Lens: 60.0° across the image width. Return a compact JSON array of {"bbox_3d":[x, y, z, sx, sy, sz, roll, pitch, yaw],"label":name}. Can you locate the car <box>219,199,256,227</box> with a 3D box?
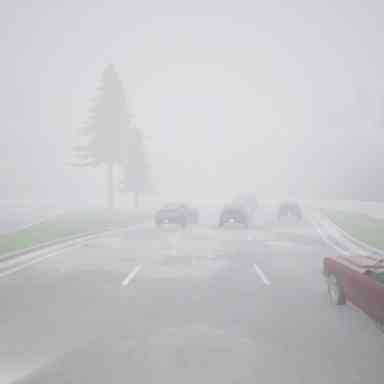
[{"bbox_3d":[3.036,1.477,22.567,1.837,1.490,4.892,0,1,15],"label":"car"}]

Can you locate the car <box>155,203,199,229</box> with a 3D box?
[{"bbox_3d":[-0.867,1.463,21.711,2.128,1.511,4.902,0,0,15],"label":"car"}]

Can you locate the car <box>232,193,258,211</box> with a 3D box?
[{"bbox_3d":[6.204,1.170,40.039,2.150,2.045,5.566,0,0,-8],"label":"car"}]

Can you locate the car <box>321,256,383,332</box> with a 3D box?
[{"bbox_3d":[3.667,1.594,5.034,1.895,1.301,4.718,0,0,1],"label":"car"}]

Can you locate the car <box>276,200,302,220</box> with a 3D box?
[{"bbox_3d":[8.267,1.467,28.329,1.837,1.490,4.892,0,0,16],"label":"car"}]
